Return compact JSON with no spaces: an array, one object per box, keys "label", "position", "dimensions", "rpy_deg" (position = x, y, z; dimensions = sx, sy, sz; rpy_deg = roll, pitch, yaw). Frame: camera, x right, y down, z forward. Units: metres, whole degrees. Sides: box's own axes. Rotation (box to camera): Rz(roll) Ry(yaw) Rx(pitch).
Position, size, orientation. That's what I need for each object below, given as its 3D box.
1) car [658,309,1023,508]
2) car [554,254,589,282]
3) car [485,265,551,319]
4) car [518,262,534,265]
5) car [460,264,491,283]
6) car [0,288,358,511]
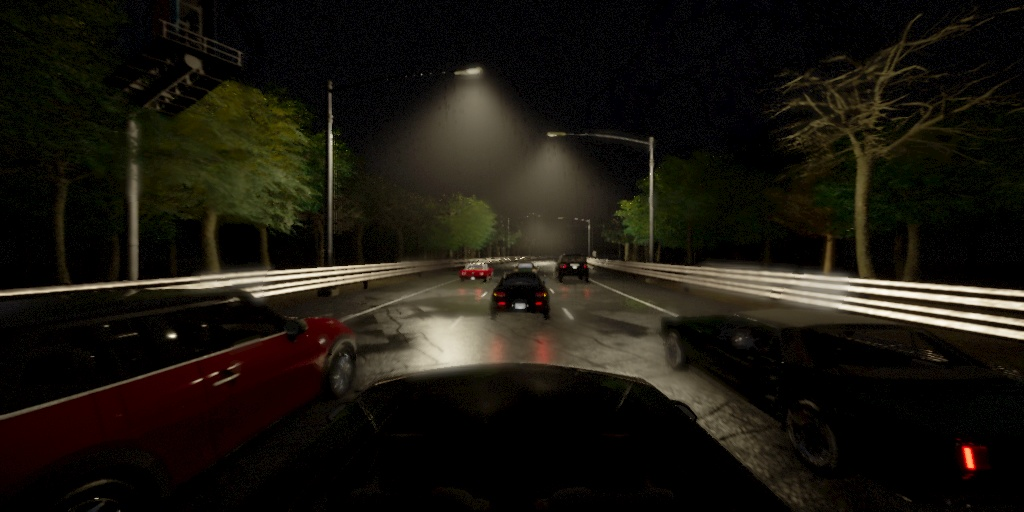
[{"label":"car","position":[3.641,1.341,4.625],"dimensions":[1.895,1.301,4.718],"rpy_deg":[0,0,1]},{"label":"car","position":[4.508,0.859,27.366],"dimensions":[2.150,2.045,5.566],"rpy_deg":[0,0,4]},{"label":"car","position":[0.297,1.226,12.365],"dimensions":[1.812,1.442,4.674],"rpy_deg":[0,0,2]},{"label":"car","position":[1.129,1.190,29.040],"dimensions":[1.994,1.385,4.181],"rpy_deg":[0,0,4]},{"label":"car","position":[-2.542,1.233,26.799],"dimensions":[1.895,1.301,4.718],"rpy_deg":[0,0,4]},{"label":"car","position":[-3.362,1.089,3.536],"dimensions":[2.097,1.767,4.553],"rpy_deg":[0,0,0]}]
